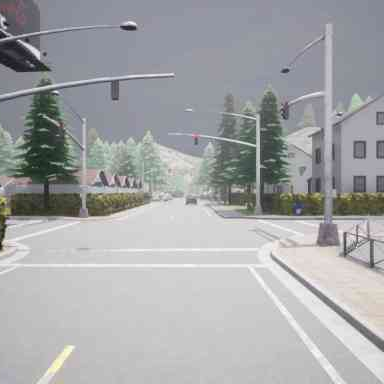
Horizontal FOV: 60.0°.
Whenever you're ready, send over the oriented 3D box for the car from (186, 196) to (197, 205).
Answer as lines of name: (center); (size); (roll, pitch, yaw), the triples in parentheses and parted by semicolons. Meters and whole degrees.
car: (-0.091, 1.505, 59.254); (1.837, 1.490, 4.892); (0, 0, 0)
